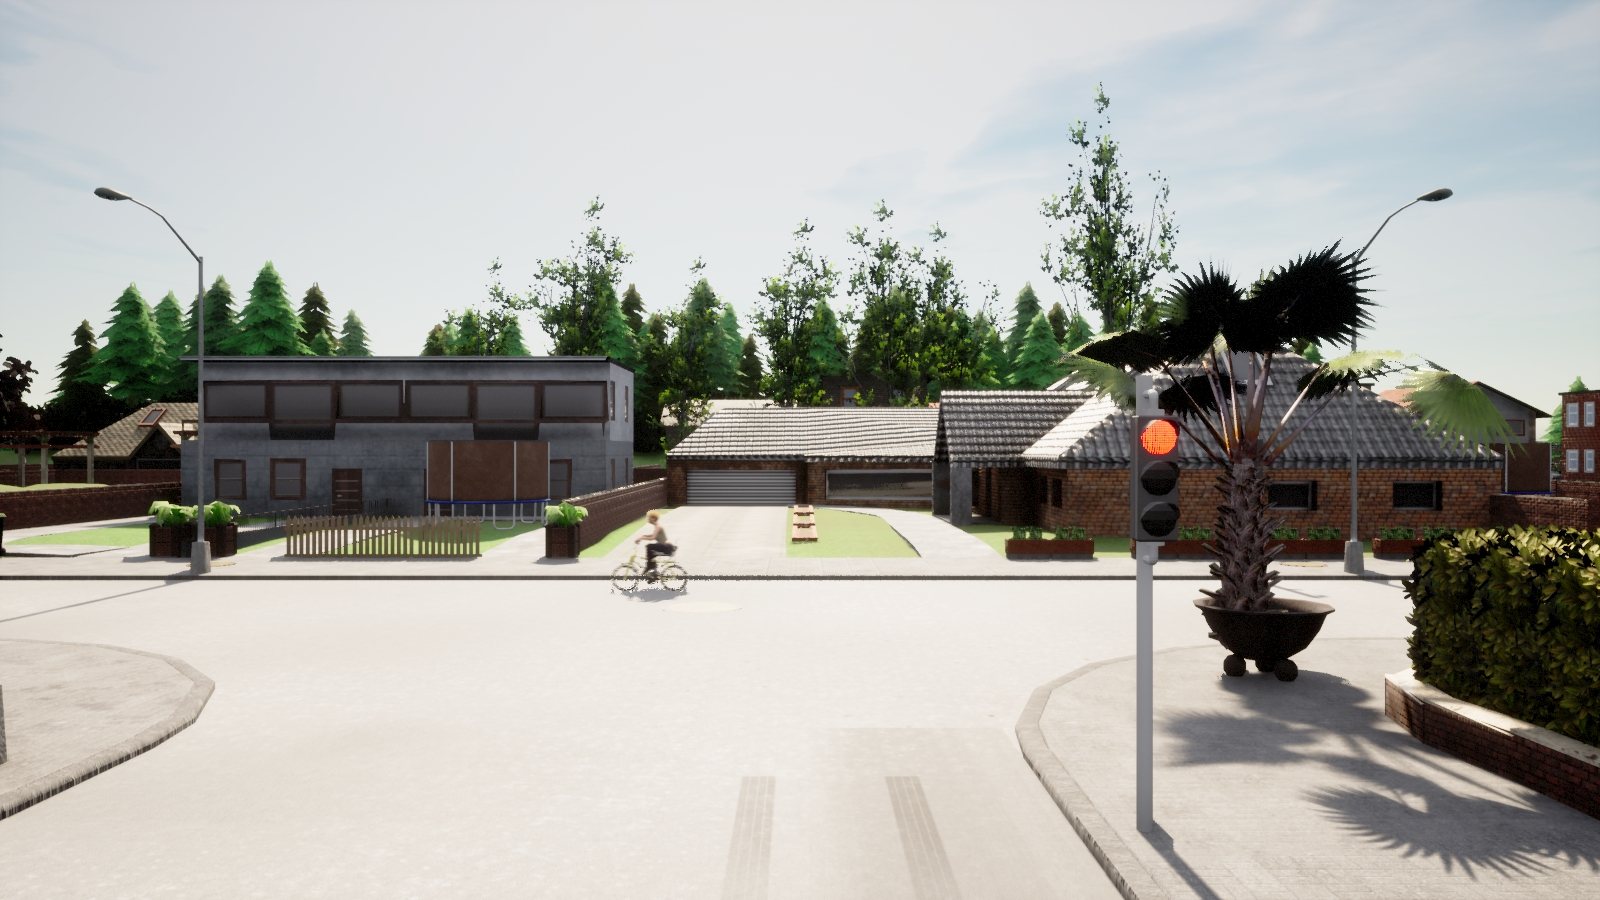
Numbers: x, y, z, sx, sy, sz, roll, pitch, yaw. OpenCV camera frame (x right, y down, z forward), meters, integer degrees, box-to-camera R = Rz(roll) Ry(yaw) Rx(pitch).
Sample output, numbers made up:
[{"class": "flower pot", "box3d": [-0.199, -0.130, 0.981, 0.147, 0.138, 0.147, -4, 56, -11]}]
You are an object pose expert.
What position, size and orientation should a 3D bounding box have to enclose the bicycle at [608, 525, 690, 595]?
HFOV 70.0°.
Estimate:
[{"class": "bicycle", "box3d": [-2.952, 2.149, 22.443, 1.487, 1.276, 0.859, 0, 0, 0]}]
